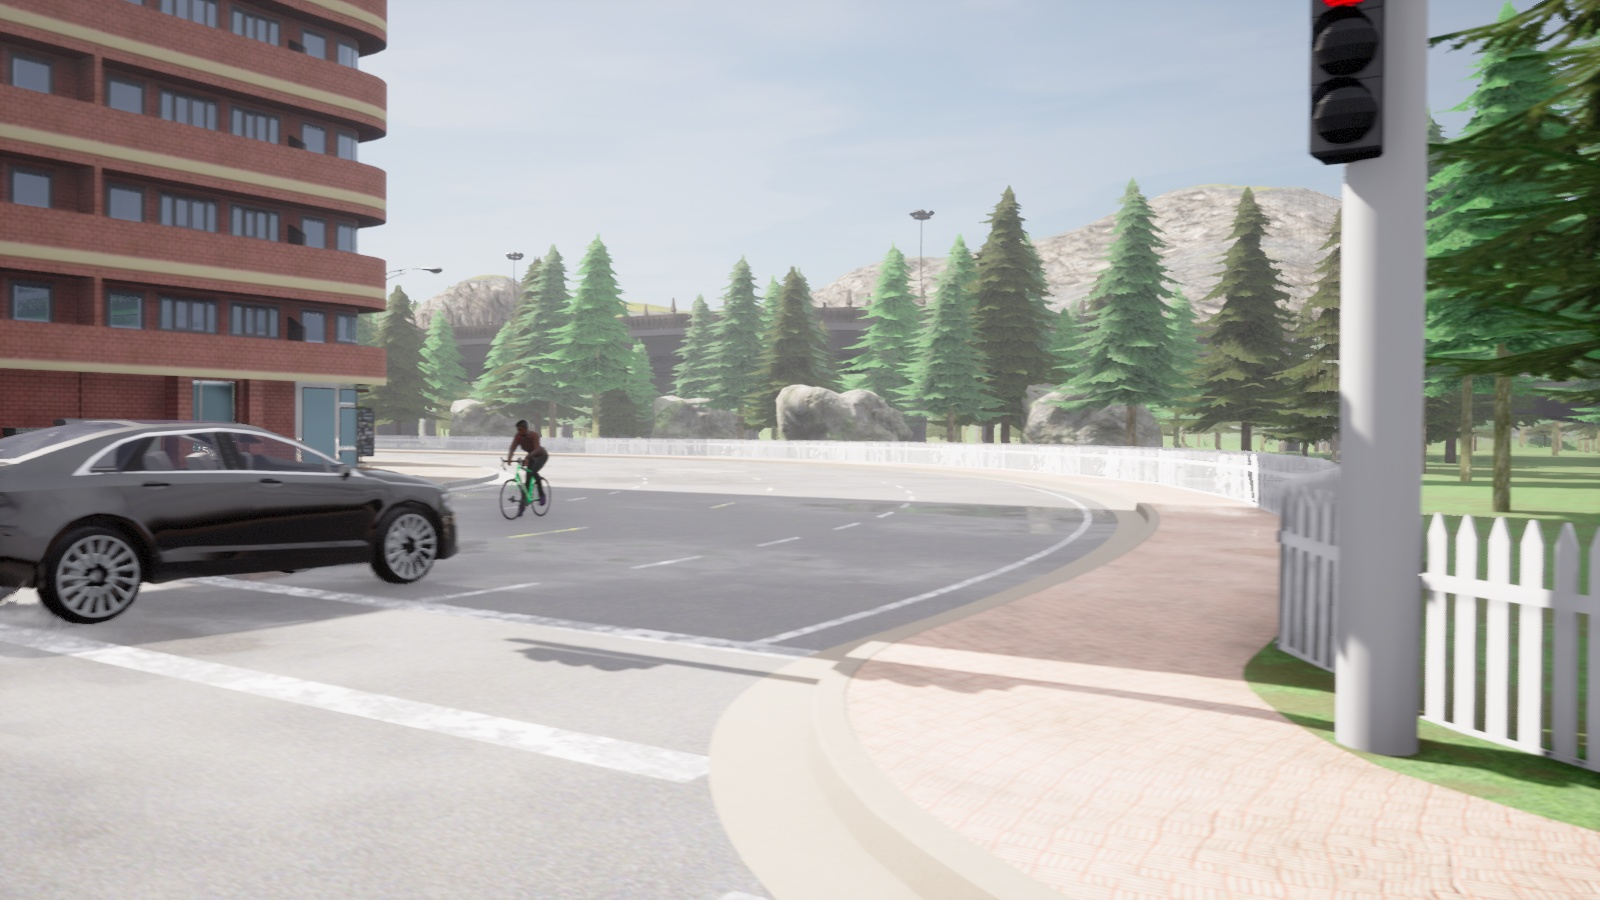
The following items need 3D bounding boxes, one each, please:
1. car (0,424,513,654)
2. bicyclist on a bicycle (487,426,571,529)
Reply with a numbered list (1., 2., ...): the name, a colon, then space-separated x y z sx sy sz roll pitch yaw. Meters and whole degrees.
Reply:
1. car: -5.008 0.551 10.777 2.128 1.511 4.902 0 1 31
2. bicyclist on a bicycle: -4.429 0.413 20.623 0.582 1.620 1.656 0 1 17
